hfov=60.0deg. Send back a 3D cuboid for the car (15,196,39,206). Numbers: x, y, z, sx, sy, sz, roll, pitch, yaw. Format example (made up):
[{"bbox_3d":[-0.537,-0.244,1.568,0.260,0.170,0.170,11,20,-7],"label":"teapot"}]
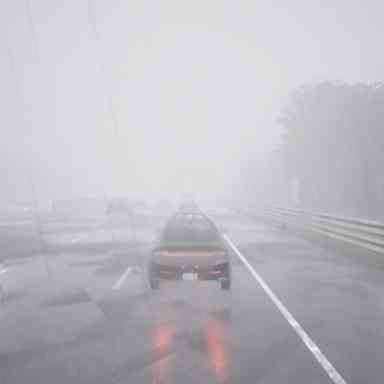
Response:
[{"bbox_3d":[-25.137,1.440,50.988,1.837,1.490,4.892,0,0,-1],"label":"car"}]

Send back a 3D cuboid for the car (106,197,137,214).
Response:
[{"bbox_3d":[-7.264,1.292,33.840,2.097,1.767,4.553,0,0,-1],"label":"car"}]

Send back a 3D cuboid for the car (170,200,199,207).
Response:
[{"bbox_3d":[-0.199,1.506,23.053,2.033,1.411,5.357,0,0,-1],"label":"car"}]

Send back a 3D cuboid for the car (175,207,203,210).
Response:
[{"bbox_3d":[-0.099,1.573,15.136,1.895,1.301,4.718,0,0,0],"label":"car"}]

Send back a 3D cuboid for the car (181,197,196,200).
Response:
[{"bbox_3d":[-0.286,1.499,35.317,1.994,1.385,4.181,0,0,-1],"label":"car"}]

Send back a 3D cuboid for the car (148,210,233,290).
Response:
[{"bbox_3d":[-0.049,1.472,9.018,2.128,1.511,4.902,0,0,0],"label":"car"}]

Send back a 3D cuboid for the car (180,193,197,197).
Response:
[{"bbox_3d":[-0.479,1.134,47.682,2.150,2.045,5.566,0,0,-1],"label":"car"}]

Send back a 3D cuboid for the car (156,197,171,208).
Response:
[{"bbox_3d":[-3.972,1.464,47.114,2.033,1.411,5.357,0,0,-1],"label":"car"}]

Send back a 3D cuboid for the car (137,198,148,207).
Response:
[{"bbox_3d":[-7.475,1.516,47.669,1.895,1.301,4.718,0,0,-2],"label":"car"}]
